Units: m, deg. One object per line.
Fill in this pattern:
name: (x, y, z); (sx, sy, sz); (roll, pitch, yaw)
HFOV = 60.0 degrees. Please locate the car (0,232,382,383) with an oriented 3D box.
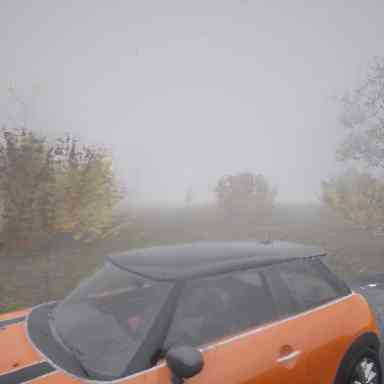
car: (-0.251, 1.351, 3.118); (4.553, 1.767, 2.097); (0, 0, -35)
